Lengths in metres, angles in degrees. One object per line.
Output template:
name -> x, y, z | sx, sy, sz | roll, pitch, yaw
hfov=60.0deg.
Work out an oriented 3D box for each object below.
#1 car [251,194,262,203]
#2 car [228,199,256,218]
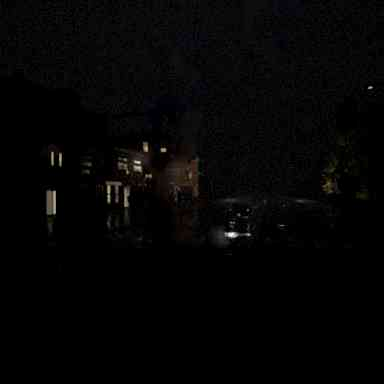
car -> 13.240, 1.249, 67.957 | 2.097, 1.767, 4.553 | 0, 0, 13
car -> 4.372, 1.561, 29.558 | 1.895, 1.301, 4.718 | 0, 0, 13
